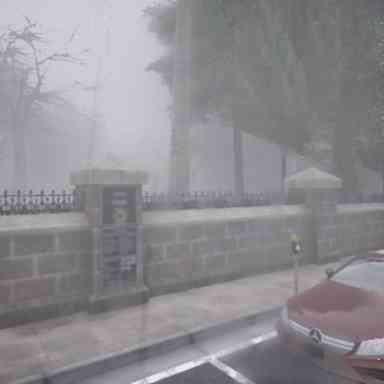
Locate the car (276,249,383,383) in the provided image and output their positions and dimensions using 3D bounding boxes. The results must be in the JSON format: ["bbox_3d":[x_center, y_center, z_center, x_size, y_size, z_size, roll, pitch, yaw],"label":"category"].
[{"bbox_3d":[3.104,1.582,5.030,4.206,1.307,1.802,0,0,-36],"label":"car"}]
